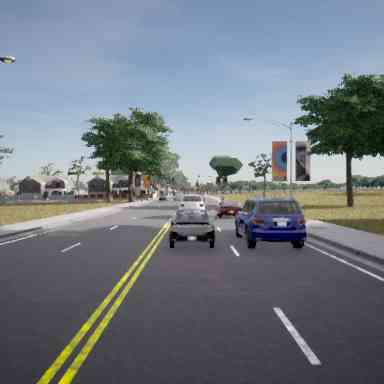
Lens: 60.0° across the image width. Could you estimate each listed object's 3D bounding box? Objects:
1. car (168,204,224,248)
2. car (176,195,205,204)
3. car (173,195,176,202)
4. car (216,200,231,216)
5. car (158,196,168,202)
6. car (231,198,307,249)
[{"bbox_3d":[0.000,1.485,14.651,2.128,1.511,4.902,0,0,0],"label":"car"},{"bbox_3d":[0.000,1.236,29.683,2.150,2.045,5.566,0,0,0],"label":"car"},{"bbox_3d":[-3.250,1.407,74.962,1.812,1.442,4.674,0,0,0],"label":"car"},{"bbox_3d":[3.250,1.463,29.654,1.882,1.535,5.008,0,0,0],"label":"car"},{"bbox_3d":[-6.500,1.478,74.931,1.895,1.301,4.718,0,0,0],"label":"car"},{"bbox_3d":[3.250,1.248,14.681,2.150,2.045,5.566,0,0,0],"label":"car"}]
